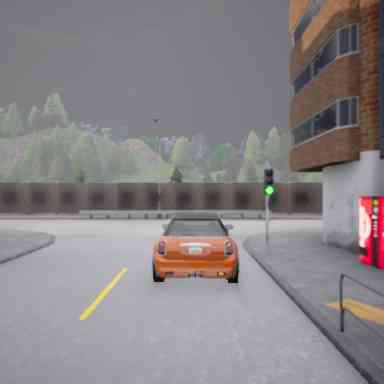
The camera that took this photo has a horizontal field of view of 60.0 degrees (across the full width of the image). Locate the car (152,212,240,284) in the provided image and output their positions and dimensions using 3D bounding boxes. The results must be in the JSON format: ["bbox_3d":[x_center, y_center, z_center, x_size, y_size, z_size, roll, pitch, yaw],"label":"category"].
[{"bbox_3d":[0.160,1.367,9.795,2.097,1.767,4.553,0,0,2],"label":"car"}]
